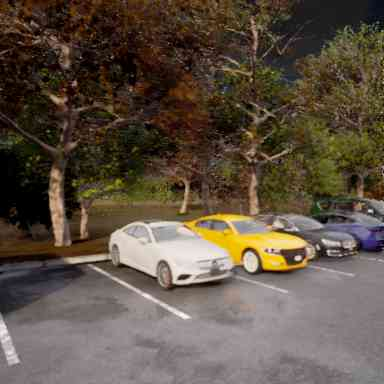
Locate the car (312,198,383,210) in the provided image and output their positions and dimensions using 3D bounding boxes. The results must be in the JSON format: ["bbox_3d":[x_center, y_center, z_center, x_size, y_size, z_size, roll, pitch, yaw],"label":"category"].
[{"bbox_3d":[8.271,1.334,15.910,2.435,2.045,5.566,0,0,-35],"label":"car"}]

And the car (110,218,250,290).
[{"bbox_3d":[-0.823,1.553,9.472,2.002,1.452,4.674,0,0,-35],"label":"car"}]

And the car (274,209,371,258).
[{"bbox_3d":[3.712,1.551,12.706,2.231,1.521,4.892,0,0,-35],"label":"car"}]

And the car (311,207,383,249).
[{"bbox_3d":[5.966,1.597,14.338,2.163,1.488,4.792,0,0,-35],"label":"car"}]

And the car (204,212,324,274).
[{"bbox_3d":[1.444,1.531,11.090,2.097,1.535,5.008,0,0,-35],"label":"car"}]
